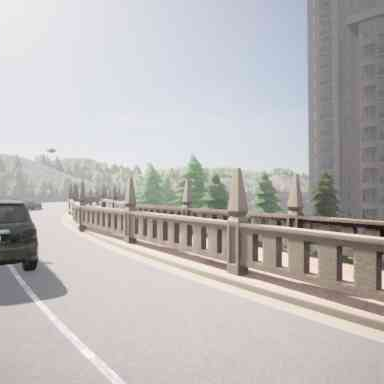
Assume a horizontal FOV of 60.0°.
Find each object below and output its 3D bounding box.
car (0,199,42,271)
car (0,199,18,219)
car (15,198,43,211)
[{"bbox_3d":[-6.243,1.219,10.233,2.150,2.045,5.566,0,0,-34],"label":"car"},{"bbox_3d":[-17.062,1.456,29.710,1.882,1.535,5.008,0,0,-18],"label":"car"},{"bbox_3d":[-20.066,1.525,41.116,1.994,1.385,4.181,0,0,-10],"label":"car"}]
